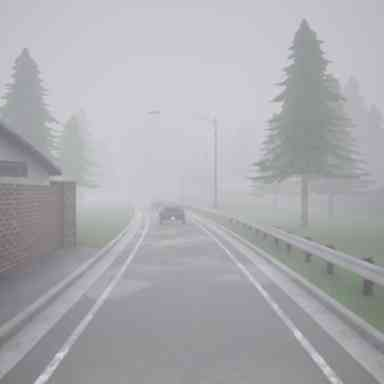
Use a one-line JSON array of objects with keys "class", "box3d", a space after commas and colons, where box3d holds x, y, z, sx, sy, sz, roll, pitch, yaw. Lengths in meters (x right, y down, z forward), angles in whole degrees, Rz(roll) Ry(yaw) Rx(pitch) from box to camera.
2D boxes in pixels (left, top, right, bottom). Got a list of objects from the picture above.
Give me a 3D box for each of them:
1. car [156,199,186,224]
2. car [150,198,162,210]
[{"class": "car", "box3d": [-1.541, 1.507, 24.779, 1.837, 1.490, 4.892, 0, 0, -7]}, {"class": "car", "box3d": [-4.489, 1.530, 43.781, 1.812, 1.442, 4.674, 0, 0, -10]}]
